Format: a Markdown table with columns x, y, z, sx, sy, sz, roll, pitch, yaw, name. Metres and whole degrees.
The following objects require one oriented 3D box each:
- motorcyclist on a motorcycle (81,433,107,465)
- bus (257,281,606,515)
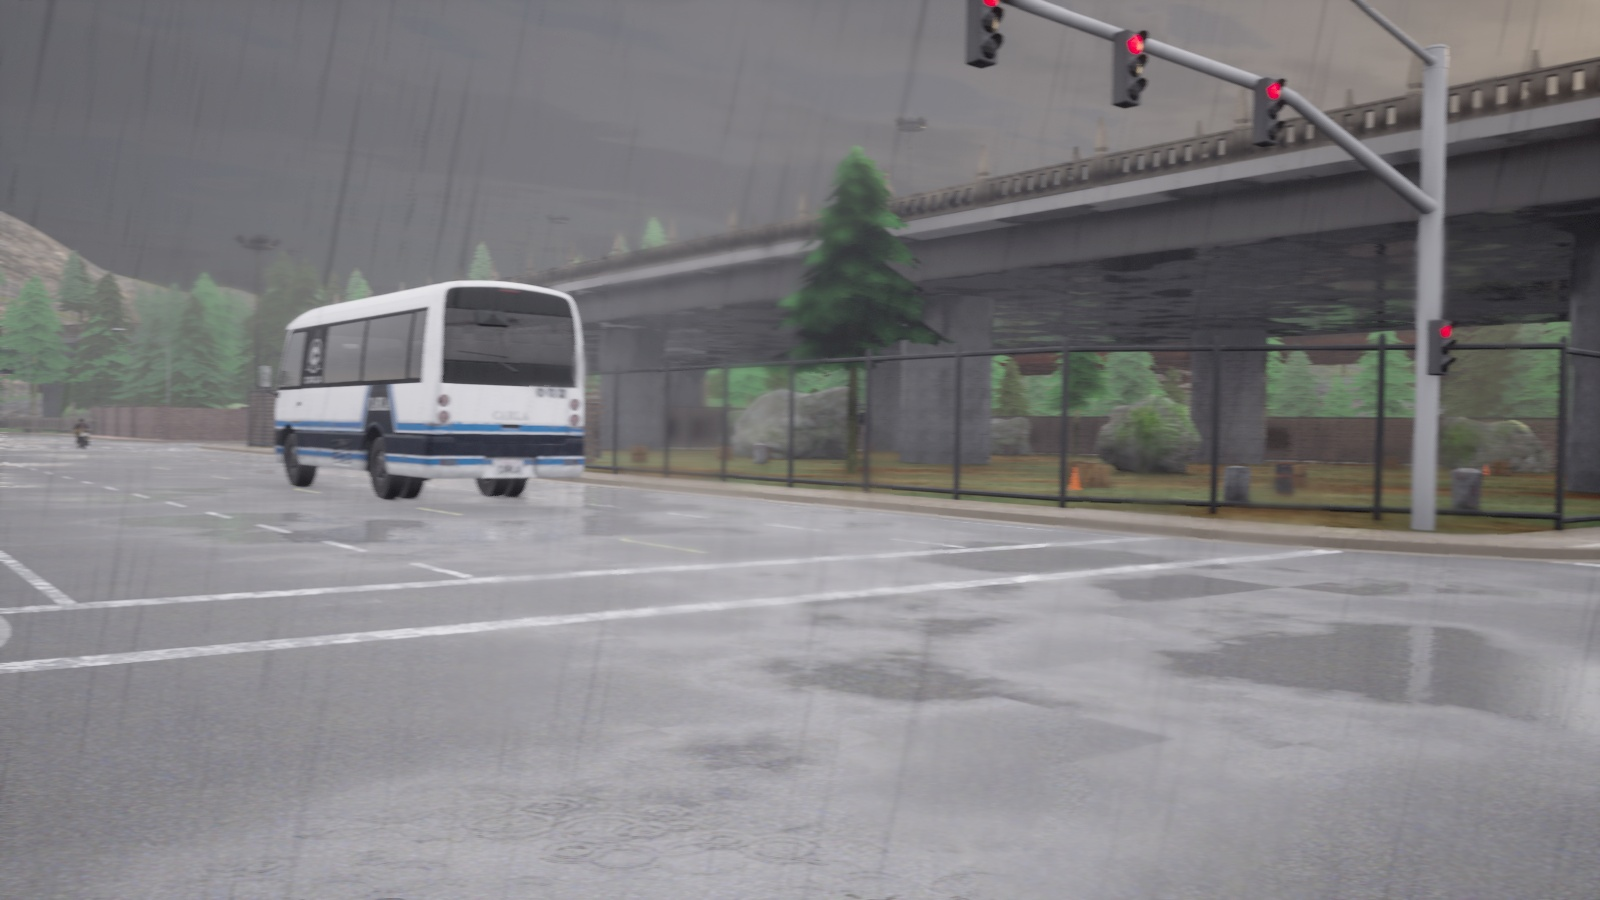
| x | y | z | sx | sy | sz | roll | pitch | yaw | name |
| --- | --- | --- | --- | --- | --- | --- | --- | --- | --- |
| -34.339 | -0.063 | 61.037 | 0.797 | 1.523 | 2.044 | -1 | 2 | -38 | motorcyclist on a motorcycle |
| -8.625 | -1.007 | 28.080 | 3.944 | 4.253 | 10.273 | -1 | 1 | -38 | bus |
